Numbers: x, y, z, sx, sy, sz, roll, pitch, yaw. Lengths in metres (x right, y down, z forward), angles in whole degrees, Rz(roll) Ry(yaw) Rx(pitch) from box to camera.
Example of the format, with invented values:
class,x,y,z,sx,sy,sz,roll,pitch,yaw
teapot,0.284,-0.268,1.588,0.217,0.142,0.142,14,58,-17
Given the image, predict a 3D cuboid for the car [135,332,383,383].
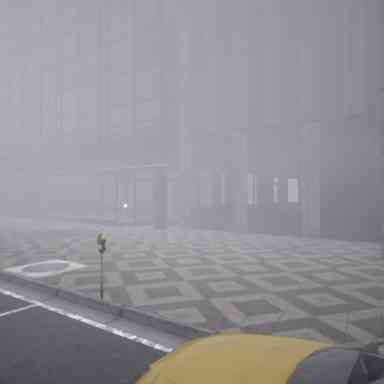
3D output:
class,x,y,z,sx,sy,sz,roll,pitch,yaw
car,1.630,1.525,1.920,4.829,1.417,1.752,0,0,36
